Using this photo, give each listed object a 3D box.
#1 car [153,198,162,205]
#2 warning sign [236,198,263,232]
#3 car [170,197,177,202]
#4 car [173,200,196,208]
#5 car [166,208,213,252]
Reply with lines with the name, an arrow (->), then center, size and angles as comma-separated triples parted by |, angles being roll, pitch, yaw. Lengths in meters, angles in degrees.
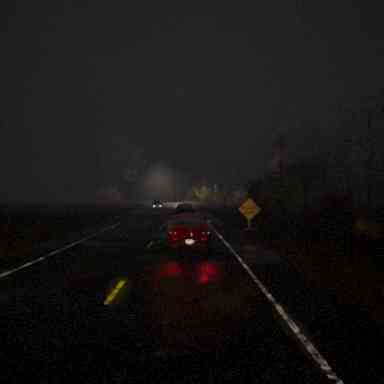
car -> -7.364, 2.049, 70.655 | 2.033, 1.411, 5.357 | 0, 0, -6
warning sign -> 3.308, 1.281, 19.180 | 1.300, 1.860, 1.060 | 1, 0, -2
car -> -4.922, 2.115, 89.174 | 1.812, 1.442, 4.674 | 0, 0, -8
car -> -0.636, 1.758, 29.417 | 1.837, 1.490, 4.892 | 0, 0, -3
car -> -0.140, 1.654, 14.471 | 1.812, 1.442, 4.674 | 0, 0, -1
